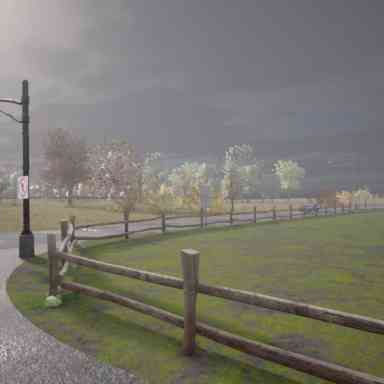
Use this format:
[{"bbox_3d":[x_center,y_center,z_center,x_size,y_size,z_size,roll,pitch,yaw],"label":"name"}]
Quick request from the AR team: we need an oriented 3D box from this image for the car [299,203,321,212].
[{"bbox_3d":[18.823,2.449,53.022,2.033,1.411,5.357,-1,-2,40],"label":"car"}]
